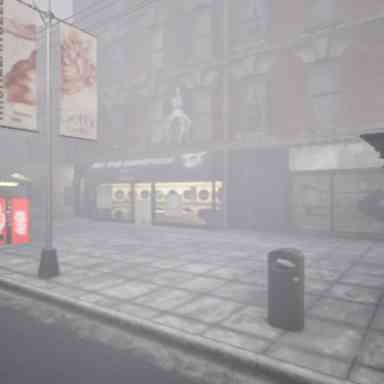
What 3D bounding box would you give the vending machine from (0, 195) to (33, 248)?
[{"bbox_3d":[-7.478,1.203,14.004,0.880,2.100,1.100,0,0,36],"label":"vending machine"}]
